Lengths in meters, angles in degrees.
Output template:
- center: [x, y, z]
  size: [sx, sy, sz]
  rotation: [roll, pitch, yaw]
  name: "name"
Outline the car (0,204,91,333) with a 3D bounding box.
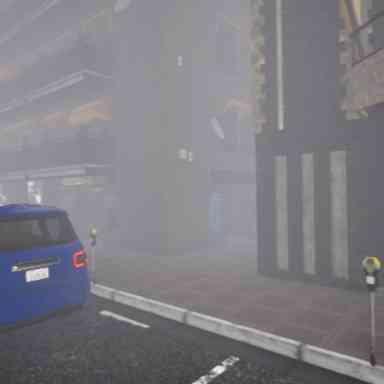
- center: [-4.194, 1.265, 6.324]
  size: [5.566, 2.045, 2.150]
  rotation: [-1, 0, 40]
  name: "car"
